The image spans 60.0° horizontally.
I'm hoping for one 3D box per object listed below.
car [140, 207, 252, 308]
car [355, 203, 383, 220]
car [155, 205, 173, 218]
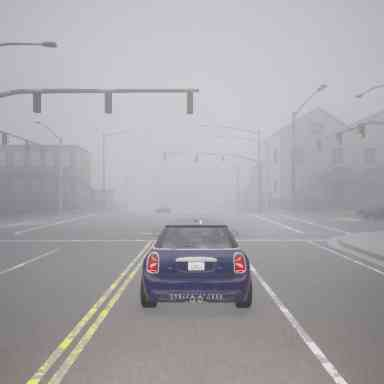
[{"bbox_3d":[0.091,1.352,8.092,2.097,1.767,4.553,0,0,0],"label":"car"},{"bbox_3d":[16.624,1.547,27.680,5.357,1.411,2.033,0,0,-1],"label":"car"},{"bbox_3d":[-3.564,2.570,42.575,1.895,1.301,4.718,0,-8,0],"label":"car"}]
